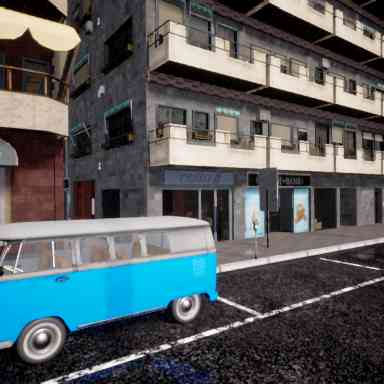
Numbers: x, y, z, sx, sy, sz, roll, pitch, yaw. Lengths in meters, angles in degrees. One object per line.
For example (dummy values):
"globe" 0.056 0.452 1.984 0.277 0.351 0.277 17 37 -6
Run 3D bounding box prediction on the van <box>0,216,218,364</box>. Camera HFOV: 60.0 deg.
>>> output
"van" -1.440 1.341 5.545 3.998 1.788 1.690 0 0 -36
